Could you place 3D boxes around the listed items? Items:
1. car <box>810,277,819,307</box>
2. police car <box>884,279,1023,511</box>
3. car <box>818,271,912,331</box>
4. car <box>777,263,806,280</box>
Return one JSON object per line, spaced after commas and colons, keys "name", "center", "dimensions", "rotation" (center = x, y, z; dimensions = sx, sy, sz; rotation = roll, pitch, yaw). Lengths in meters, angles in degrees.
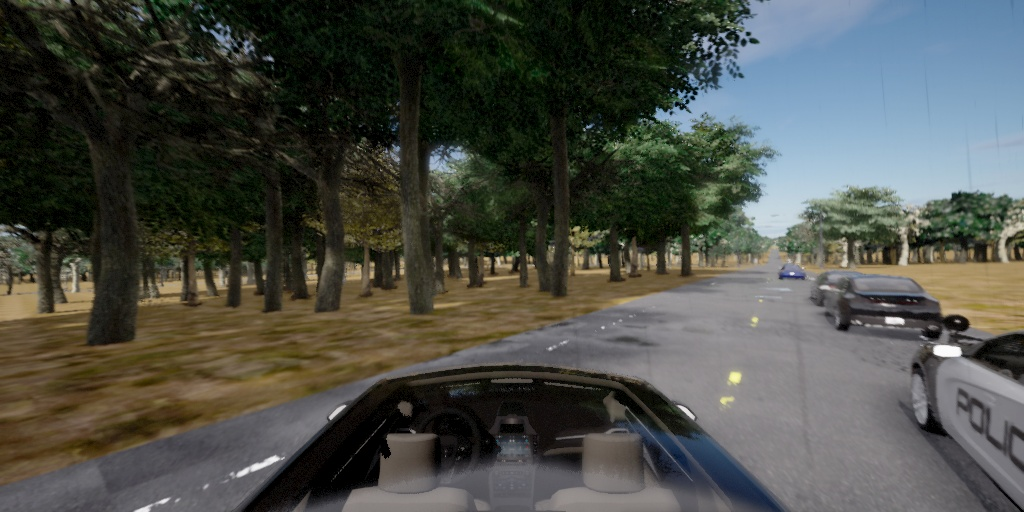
{"name": "car", "center": [13.939, 1.342, 15.183], "dimensions": [1.812, 1.442, 4.674], "rotation": [-1, -1, 36]}
{"name": "police car", "center": [4.527, 1.150, 2.374], "dimensions": [1.930, 1.638, 5.238], "rotation": [-1, -1, 36]}
{"name": "car", "center": [10.384, 1.286, 10.345], "dimensions": [1.837, 1.490, 4.892], "rotation": [-1, -1, 36]}
{"name": "car", "center": [26.603, 1.548, 34.126], "dimensions": [1.994, 1.385, 4.181], "rotation": [-1, -1, 37]}
